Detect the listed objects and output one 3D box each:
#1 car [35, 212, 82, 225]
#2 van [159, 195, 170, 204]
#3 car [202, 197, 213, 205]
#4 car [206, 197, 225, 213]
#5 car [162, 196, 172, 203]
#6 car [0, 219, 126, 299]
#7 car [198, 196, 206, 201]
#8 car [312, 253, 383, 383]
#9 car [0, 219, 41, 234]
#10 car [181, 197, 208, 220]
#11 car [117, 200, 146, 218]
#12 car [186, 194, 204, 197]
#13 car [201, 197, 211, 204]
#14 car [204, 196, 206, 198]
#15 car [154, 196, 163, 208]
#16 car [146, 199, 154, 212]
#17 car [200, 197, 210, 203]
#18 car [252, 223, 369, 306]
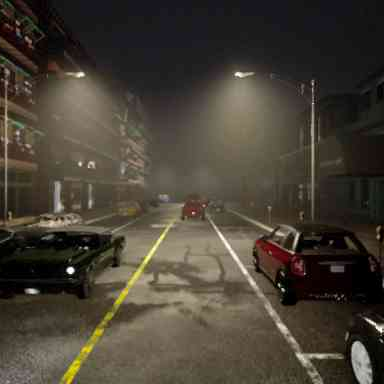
[{"bbox_3d":[-5.692,1.561,13.773,2.008,1.369,4.403,0,0,0],"label":"car"},{"bbox_3d":[-5.695,1.431,65.045,1.690,1.788,3.998,0,0,0],"label":"van"},{"bbox_3d":[2.687,1.659,59.345,1.802,1.307,4.206,0,0,0],"label":"car"},{"bbox_3d":[2.688,1.586,36.559,2.008,1.369,4.403,0,0,0],"label":"car"},{"bbox_3d":[-5.694,1.700,76.439,1.802,1.307,4.206,0,0,0],"label":"car"},{"bbox_3d":[-3.077,1.607,8.611,1.895,1.301,4.718,0,0,0],"label":"car"},{"bbox_3d":[2.686,1.714,87.828,1.947,1.339,4.313,0,0,0],"label":"car"},{"bbox_3d":[2.689,1.552,2.378,2.008,1.369,4.403,0,0,0],"label":"car"},{"bbox_3d":[-5.692,1.571,8.077,1.947,1.339,4.313,0,0,0],"label":"car"},{"bbox_3d":[0.100,1.503,28.403,1.882,1.535,5.008,0,0,0],"label":"car"},{"bbox_3d":[-5.693,1.554,30.694,1.752,1.417,4.829,0,0,0],"label":"car"},{"bbox_3d":[0.099,1.272,46.017,2.150,2.045,5.566,0,0,0],"label":"car"},{"bbox_3d":[2.686,1.635,65.042,1.887,1.381,4.507,0,0,0],"label":"car"},{"bbox_3d":[2.687,1.598,47.951,1.887,1.381,4.507,0,0,0],"label":"car"},{"bbox_3d":[-5.693,1.619,47.953,1.947,1.339,4.313,0,0,0],"label":"car"},{"bbox_3d":[-5.693,1.580,36.561,1.887,1.381,4.507,0,0,0],"label":"car"},{"bbox_3d":[2.686,1.670,70.738,1.947,1.339,4.313,0,0,0],"label":"car"},{"bbox_3d":[2.688,1.445,8.075,1.967,1.590,4.097,0,0,0],"label":"car"}]
